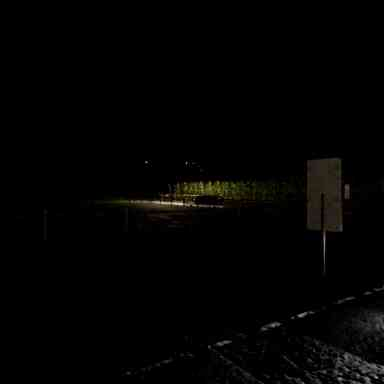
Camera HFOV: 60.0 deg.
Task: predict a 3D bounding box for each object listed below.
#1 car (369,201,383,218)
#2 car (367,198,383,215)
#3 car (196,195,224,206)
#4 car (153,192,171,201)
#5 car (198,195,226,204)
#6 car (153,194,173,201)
[{"bbox_3d":[16.785,1.428,26.642,1.837,1.490,4.892,1,0,-28],"label":"car"},{"bbox_3d":[19.102,1.413,30.569,2.128,1.511,4.902,0,1,-38],"label":"car"},{"bbox_3d":[2.424,1.235,49.368,1.837,1.490,4.892,0,0,-33],"label":"car"},{"bbox_3d":[-5.896,0.725,62.726,1.837,1.490,4.892,0,0,-32],"label":"car"},{"bbox_3d":[3.263,1.199,54.916,2.128,1.511,4.902,0,0,-33],"label":"car"},{"bbox_3d":[-6.093,1.119,69.911,2.033,1.411,5.357,0,0,-31],"label":"car"}]
